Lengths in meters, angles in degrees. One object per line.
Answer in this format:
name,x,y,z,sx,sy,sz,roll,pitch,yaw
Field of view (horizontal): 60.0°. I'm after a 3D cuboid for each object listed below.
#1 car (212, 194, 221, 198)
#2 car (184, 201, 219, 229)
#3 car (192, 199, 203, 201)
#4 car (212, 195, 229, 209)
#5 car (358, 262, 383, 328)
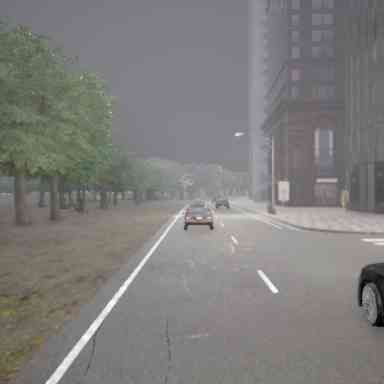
car,5.159,1.460,67.541,2.150,2.045,5.566,0,0,5
car,0.428,1.568,21.836,2.033,1.411,5.357,0,0,1
car,0.813,1.716,48.306,1.895,1.301,4.718,0,0,1
car,4.307,1.612,47.941,1.837,1.490,4.892,0,0,1
car,3.800,1.489,4.048,2.128,1.511,4.902,0,0,3
